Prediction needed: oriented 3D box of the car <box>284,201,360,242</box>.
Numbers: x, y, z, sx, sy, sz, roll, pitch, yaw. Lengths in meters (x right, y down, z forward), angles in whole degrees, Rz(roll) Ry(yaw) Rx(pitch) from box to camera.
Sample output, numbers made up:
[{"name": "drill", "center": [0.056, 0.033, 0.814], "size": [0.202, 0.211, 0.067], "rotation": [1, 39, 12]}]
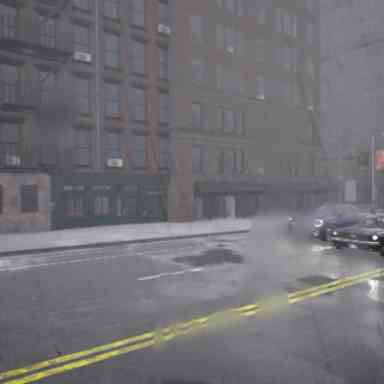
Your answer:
[{"name": "car", "center": [6.660, 1.373, 16.456], "size": [4.553, 1.767, 2.097], "rotation": [0, 0, -36]}]

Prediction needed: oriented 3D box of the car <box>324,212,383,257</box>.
[{"name": "car", "center": [7.495, 1.622, 13.060], "size": [4.718, 1.301, 1.895], "rotation": [0, 0, -36]}]
